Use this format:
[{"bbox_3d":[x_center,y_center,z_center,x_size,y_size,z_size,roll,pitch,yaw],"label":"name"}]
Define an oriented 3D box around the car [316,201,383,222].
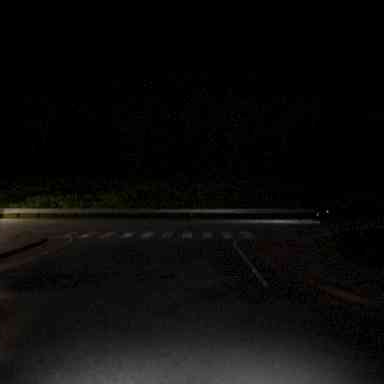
[{"bbox_3d":[11.578,1.368,24.110,4.902,1.511,2.128,0,0,0],"label":"car"}]
